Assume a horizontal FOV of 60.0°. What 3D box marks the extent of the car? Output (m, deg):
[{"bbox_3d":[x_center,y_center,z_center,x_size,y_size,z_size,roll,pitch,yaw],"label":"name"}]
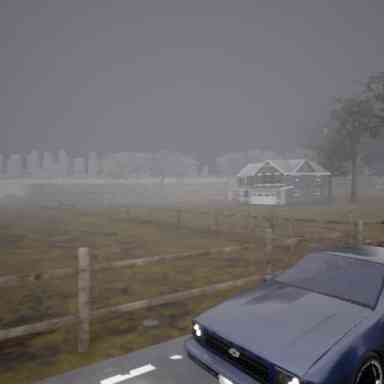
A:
[{"bbox_3d":[2.529,1.538,4.877,5.357,1.411,2.033,0,0,-36],"label":"car"}]
